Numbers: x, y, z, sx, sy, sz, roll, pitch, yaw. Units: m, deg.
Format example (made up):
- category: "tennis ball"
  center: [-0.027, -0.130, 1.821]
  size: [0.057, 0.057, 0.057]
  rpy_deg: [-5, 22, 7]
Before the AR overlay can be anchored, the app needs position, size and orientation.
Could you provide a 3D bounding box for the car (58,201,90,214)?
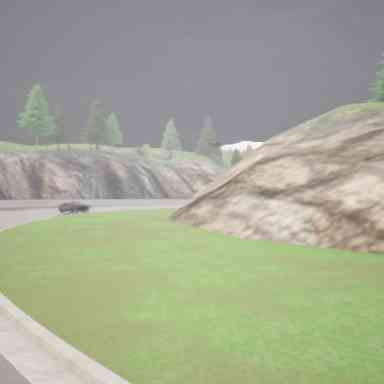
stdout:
- category: "car"
  center: [-14.281, 1.848, 40.644]
  size: [2.128, 1.511, 4.902]
  rpy_deg: [0, -1, 12]
